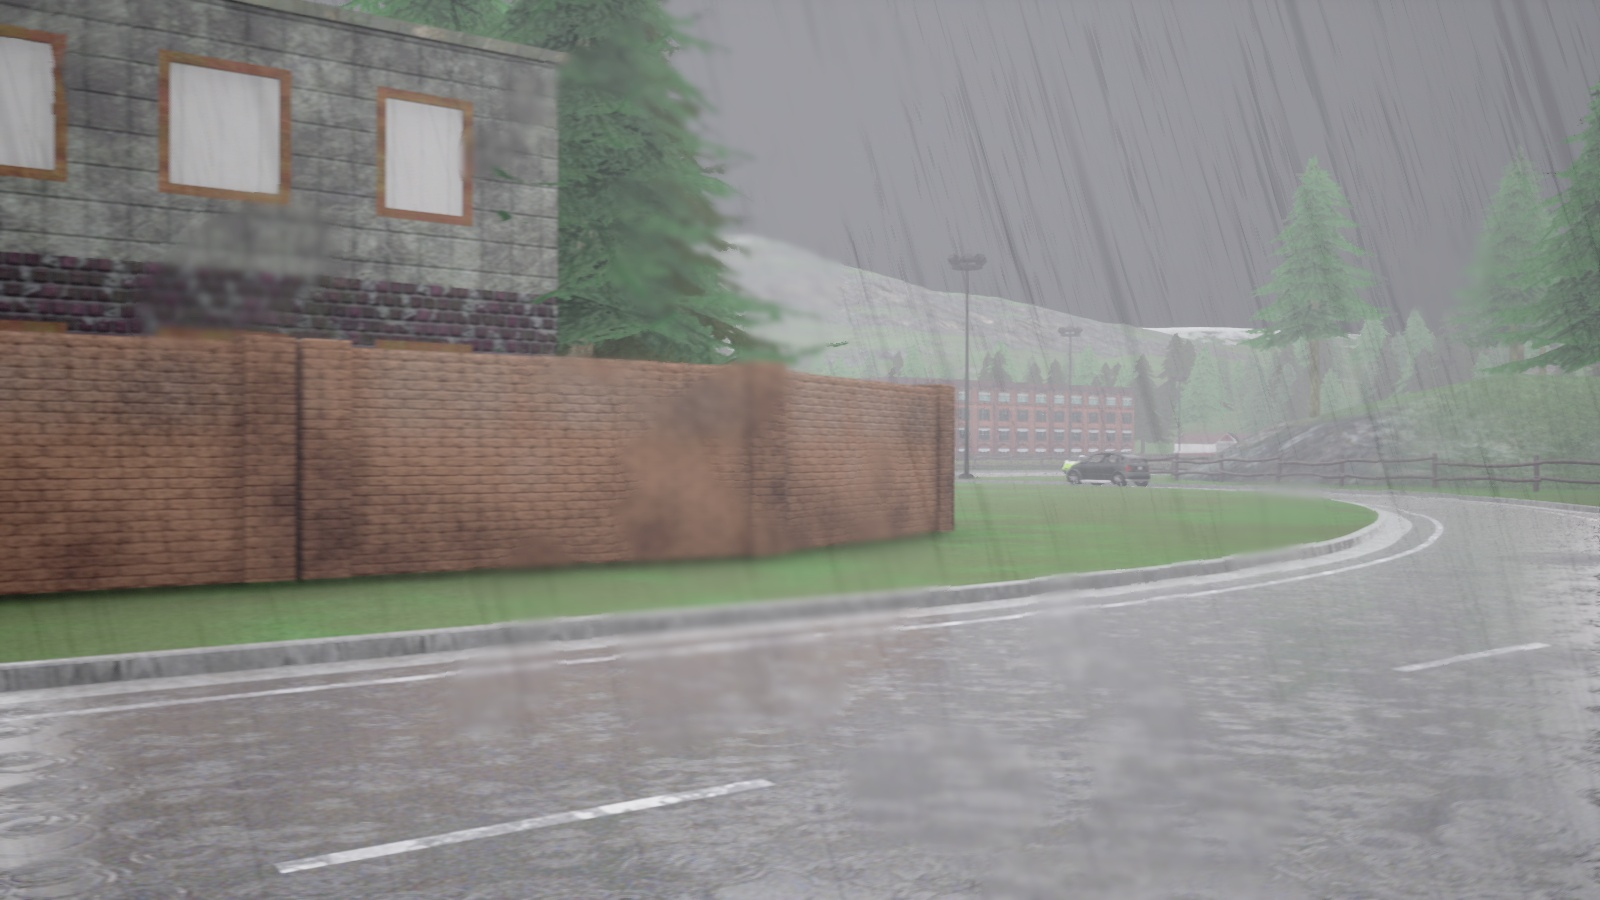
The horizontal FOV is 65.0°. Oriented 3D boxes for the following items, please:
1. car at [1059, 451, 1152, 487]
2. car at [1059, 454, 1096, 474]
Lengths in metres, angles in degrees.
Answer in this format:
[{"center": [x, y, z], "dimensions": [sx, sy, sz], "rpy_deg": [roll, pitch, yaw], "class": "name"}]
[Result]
[{"center": [13.479, 0.831, 55.593], "dimensions": [1.789, 1.549, 3.705], "rpy_deg": [0, 0, -37], "class": "car"}, {"center": [19.762, 0.977, 89.384], "dimensions": [2.207, 1.376, 1.481], "rpy_deg": [0, 0, -35], "class": "car"}]
